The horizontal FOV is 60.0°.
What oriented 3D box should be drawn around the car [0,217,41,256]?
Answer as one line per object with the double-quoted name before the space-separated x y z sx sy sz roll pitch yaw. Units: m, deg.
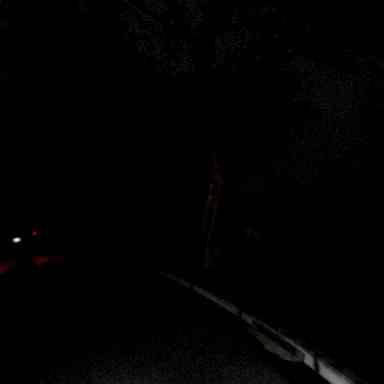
"car" -7.677 1.666 12.818 4.181 1.385 1.994 -1 0 37
